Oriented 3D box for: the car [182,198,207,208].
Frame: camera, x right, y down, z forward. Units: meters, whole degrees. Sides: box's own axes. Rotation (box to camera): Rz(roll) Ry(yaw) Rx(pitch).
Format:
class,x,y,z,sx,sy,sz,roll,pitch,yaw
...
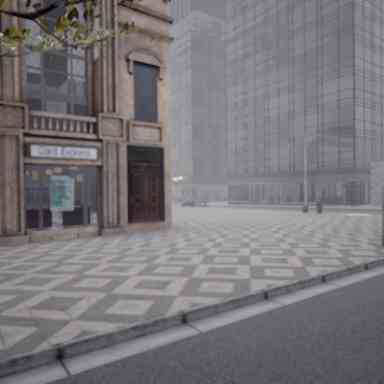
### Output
class,x,y,z,sx,sy,sz,roll,pitch,yaw
car,0.274,1.675,51.350,2.128,1.511,4.902,-1,0,-36
